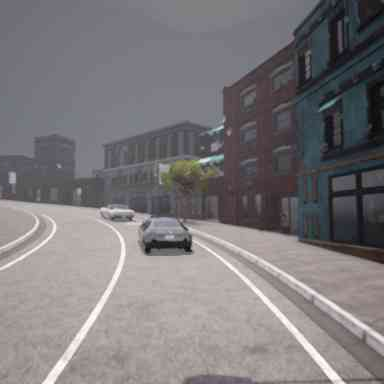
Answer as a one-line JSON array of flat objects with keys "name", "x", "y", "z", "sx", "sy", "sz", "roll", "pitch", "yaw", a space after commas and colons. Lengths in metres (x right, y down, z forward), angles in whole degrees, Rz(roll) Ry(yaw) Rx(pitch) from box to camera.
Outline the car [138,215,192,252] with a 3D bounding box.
[{"name": "car", "x": -1.291, "y": 1.719, "z": 14.740, "sx": 1.994, "sy": 1.385, "sz": 4.181, "roll": 1, "pitch": 0, "yaw": -13}]

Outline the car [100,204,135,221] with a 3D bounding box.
[{"name": "car", "x": -6.587, "y": 1.733, "z": 28.900, "sx": 1.895, "sy": 1.301, "sz": 4.718, "roll": 2, "pitch": -1, "yaw": -29}]
